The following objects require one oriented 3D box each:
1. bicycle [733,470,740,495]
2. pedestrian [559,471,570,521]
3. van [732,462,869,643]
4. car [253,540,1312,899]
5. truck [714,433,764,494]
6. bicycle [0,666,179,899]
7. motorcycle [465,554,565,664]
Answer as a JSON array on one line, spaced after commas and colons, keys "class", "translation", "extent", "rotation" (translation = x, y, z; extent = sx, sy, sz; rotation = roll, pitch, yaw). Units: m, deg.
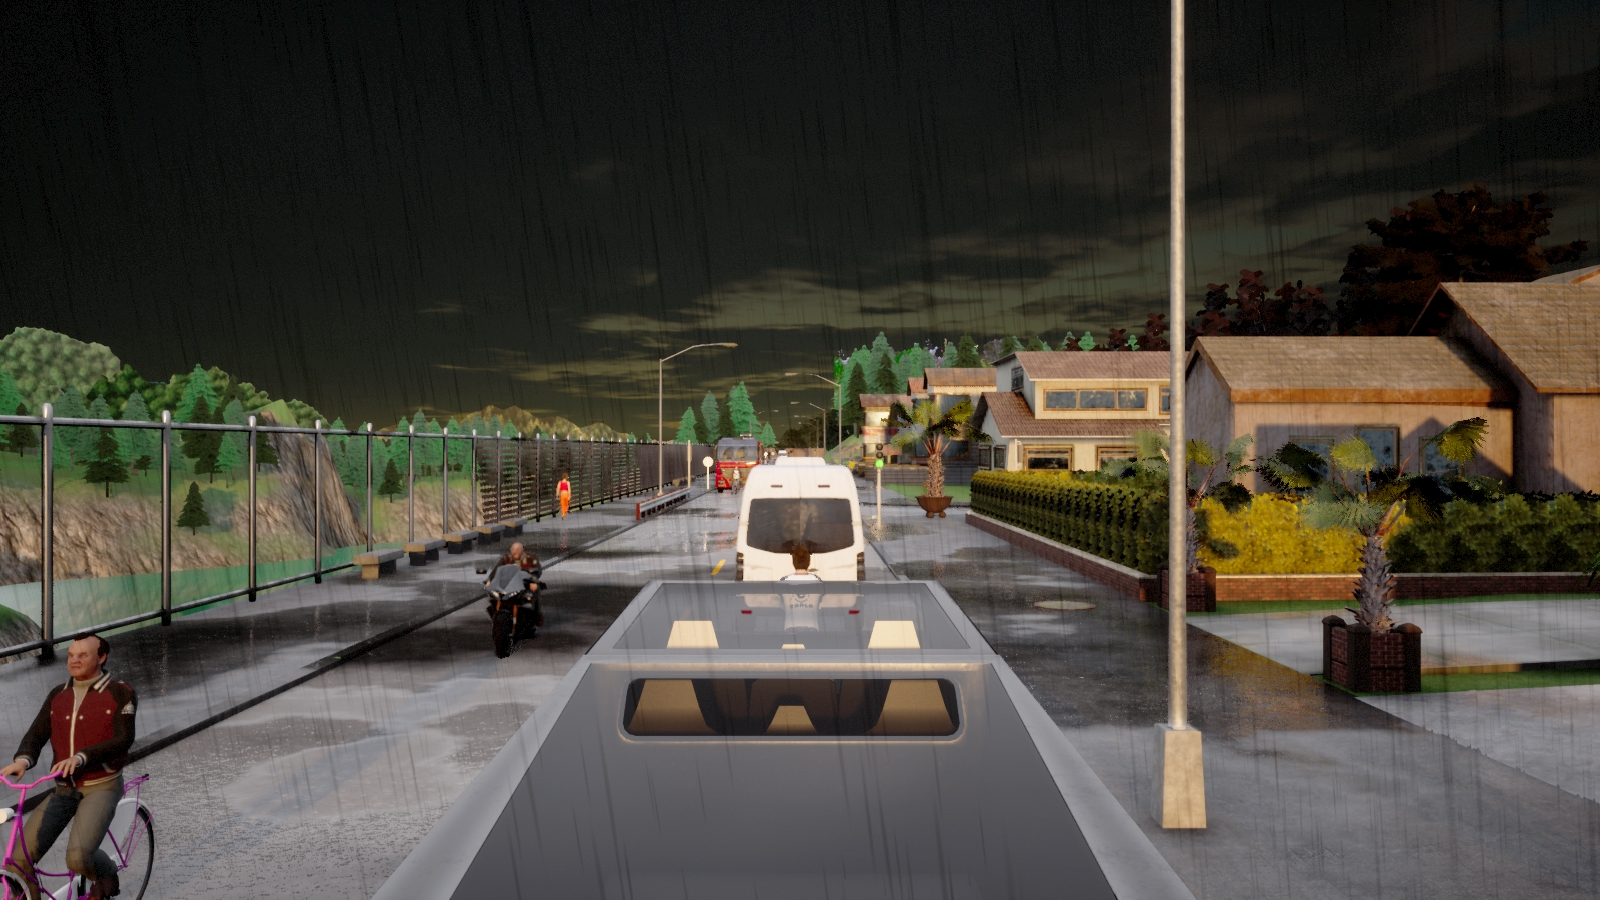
[{"class": "bicycle", "translation": [-3.969, 2.028, 71.192], "extent": [0.373, 1.496, 1.643], "rotation": [0, 0, 0]}, {"class": "pedestrian", "translation": [-8.839, 1.727, 42.893], "extent": [0.375, 1.860, 0.375], "rotation": [0, 0, -8]}, {"class": "van", "translation": [0.011, 1.527, 19.601], "extent": [1.988, 2.561, 5.915], "rotation": [0, 0, 0]}, {"class": "car", "translation": [-0.034, 1.751, 5.716], "extent": [2.390, 2.098, 6.274], "rotation": [0, 0, 0]}, {"class": "truck", "translation": [-3.968, 0.861, 76.479], "extent": [2.891, 3.827, 8.468], "rotation": [0, 0, 0]}, {"class": "bicycle", "translation": [-3.984, 2.057, 6.099], "extent": [0.329, 1.471, 1.835], "rotation": [0, 0, 0]}, {"class": "motorcycle", "translation": [-3.994, 2.198, 16.186], "extent": [0.867, 1.251, 2.209], "rotation": [0, 0, 0]}]
